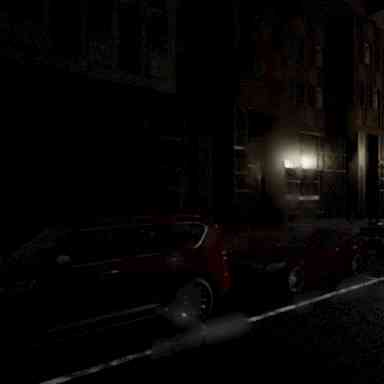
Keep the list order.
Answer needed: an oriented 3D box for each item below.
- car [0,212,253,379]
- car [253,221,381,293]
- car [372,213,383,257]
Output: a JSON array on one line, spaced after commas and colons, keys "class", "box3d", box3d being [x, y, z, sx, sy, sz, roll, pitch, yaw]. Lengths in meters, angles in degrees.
[{"class": "car", "box3d": [-1.607, 1.314, 5.506, 5.009, 1.841, 2.192, 0, 0, -36]}, {"class": "car", "box3d": [2.954, 1.579, 8.760, 4.206, 1.307, 1.802, 0, 0, -36]}, {"class": "car", "box3d": [7.514, 1.435, 12.013, 4.097, 1.590, 1.967, 0, 0, -36]}]
